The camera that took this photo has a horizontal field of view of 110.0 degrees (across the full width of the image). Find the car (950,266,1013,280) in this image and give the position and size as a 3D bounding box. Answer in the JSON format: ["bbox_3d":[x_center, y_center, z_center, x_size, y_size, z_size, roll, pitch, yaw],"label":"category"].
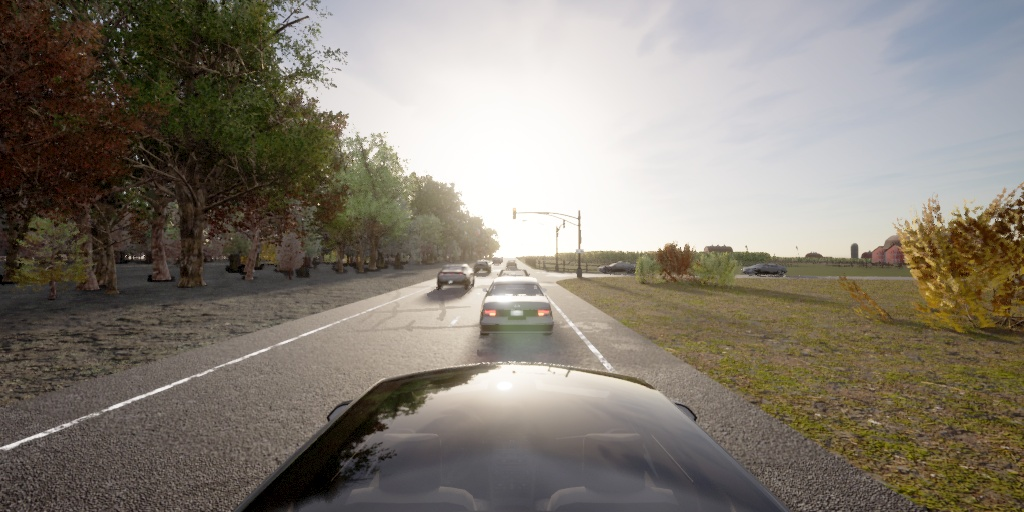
[{"bbox_3d":[51.384,1.910,38.888,4.718,1.301,1.895,1,-1,1],"label":"car"}]

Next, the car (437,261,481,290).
[{"bbox_3d":[-3.420,1.246,22.415,2.128,1.511,4.902,0,0,0],"label":"car"}]

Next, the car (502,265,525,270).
[{"bbox_3d":[0.081,1.355,20.034,1.895,1.301,4.718,0,0,0],"label":"car"}]

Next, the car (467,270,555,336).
[{"bbox_3d":[0.087,1.300,10.384,2.033,1.411,5.357,0,0,0],"label":"car"}]

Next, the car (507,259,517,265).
[{"bbox_3d":[-0.018,1.301,63.825,2.033,1.411,5.357,0,0,1],"label":"car"}]

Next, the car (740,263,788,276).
[{"bbox_3d":[29.890,1.625,42.599,4.902,1.511,2.128,1,-1,0],"label":"car"}]

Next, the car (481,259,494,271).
[{"bbox_3d":[-3.439,1.263,42.740,1.837,1.490,4.892,0,0,0],"label":"car"}]

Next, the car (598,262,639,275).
[{"bbox_3d":[12.716,1.476,42.901,4.674,1.442,1.812,1,-1,3],"label":"car"}]
